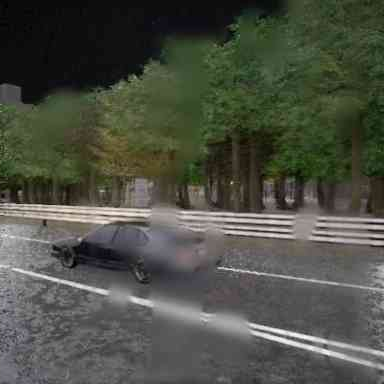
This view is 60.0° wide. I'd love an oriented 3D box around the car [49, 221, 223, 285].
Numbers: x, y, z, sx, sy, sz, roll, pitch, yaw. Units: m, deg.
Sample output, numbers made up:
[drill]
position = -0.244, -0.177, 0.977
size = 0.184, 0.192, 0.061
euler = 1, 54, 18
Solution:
[car]
position = -1.793, 1.551, 9.545
size = 5.357, 1.411, 2.033
euler = 0, 0, 34
